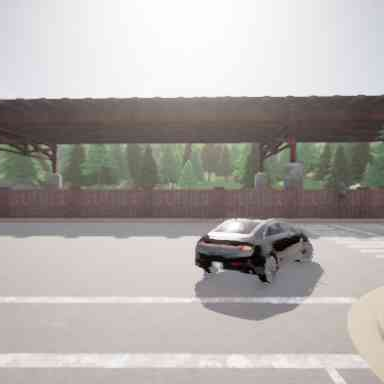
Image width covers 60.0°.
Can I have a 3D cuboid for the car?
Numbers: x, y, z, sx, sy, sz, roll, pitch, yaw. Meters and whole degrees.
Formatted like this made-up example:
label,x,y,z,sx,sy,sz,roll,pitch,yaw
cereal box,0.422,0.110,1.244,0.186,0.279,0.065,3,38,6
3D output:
label,x,y,z,sx,sy,sz,roll,pitch,yaw
car,1.998,1.490,9.777,2.128,1.511,4.902,-1,0,35
